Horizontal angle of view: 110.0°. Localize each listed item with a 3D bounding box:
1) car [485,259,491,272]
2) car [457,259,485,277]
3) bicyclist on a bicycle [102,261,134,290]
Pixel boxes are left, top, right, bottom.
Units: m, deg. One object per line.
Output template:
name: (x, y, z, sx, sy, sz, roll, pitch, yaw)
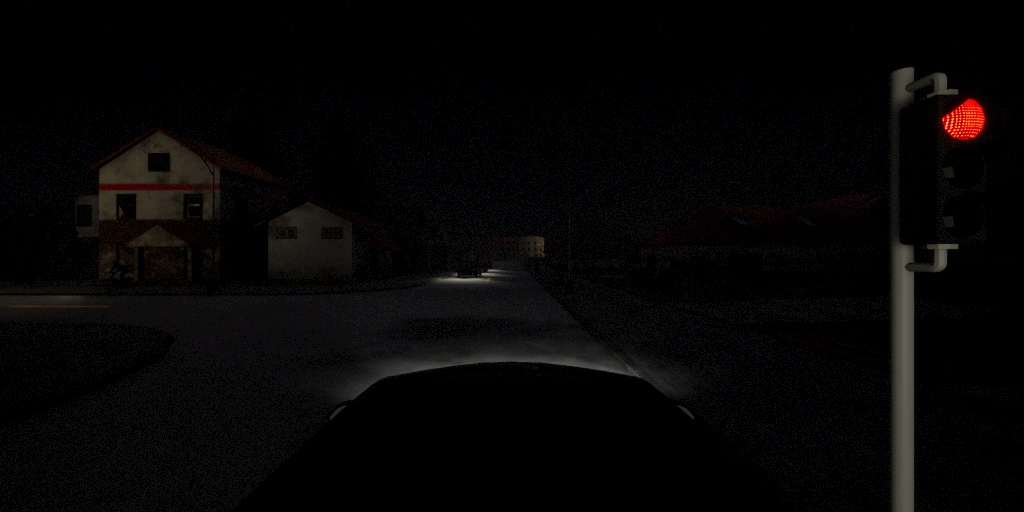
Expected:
car: (-4.094, 1.227, 44.968, 1.882, 1.535, 5.008, 0, 0, 0)
car: (-4.115, 1.227, 35.314, 1.882, 1.535, 5.008, 0, 0, 2)
bicyclist on a bicycle: (-22.540, 1.099, 20.531, 0.582, 1.620, 1.656, 0, 0, 0)
